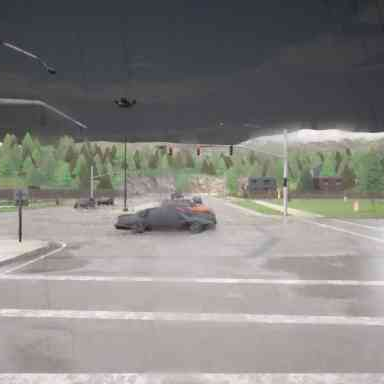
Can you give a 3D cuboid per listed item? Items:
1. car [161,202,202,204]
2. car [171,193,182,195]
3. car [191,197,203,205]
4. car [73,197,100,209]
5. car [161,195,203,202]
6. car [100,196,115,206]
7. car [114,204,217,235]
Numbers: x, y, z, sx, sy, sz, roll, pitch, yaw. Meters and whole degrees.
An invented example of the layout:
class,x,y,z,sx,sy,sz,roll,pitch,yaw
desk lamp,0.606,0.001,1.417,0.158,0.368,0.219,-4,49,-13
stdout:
class,x,y,z,sx,sy,sz,roll,pitch,yaw
car,-1.108,1.547,21.595,5.357,1.411,2.033,0,0,0
car,-2.631,1.222,57.371,2.150,2.045,5.566,0,0,1
car,0.883,1.547,58.264,2.033,1.411,5.357,0,0,1
car,-14.491,1.505,45.176,1.837,1.490,4.892,0,0,1
car,-0.520,1.352,25.091,4.553,1.767,2.097,0,0,0
car,-14.323,1.478,55.486,1.882,1.535,5.008,0,0,1
car,-1.433,1.547,18.097,5.357,1.411,2.033,0,0,0
